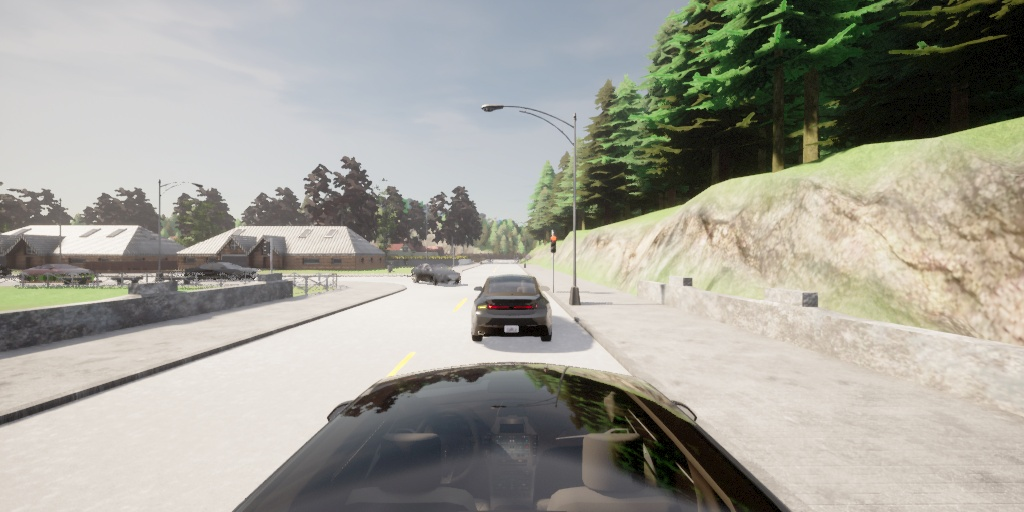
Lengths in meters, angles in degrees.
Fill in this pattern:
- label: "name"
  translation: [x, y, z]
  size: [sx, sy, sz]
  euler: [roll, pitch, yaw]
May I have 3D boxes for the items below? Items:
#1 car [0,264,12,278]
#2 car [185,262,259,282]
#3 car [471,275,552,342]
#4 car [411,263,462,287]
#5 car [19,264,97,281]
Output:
- label: "car"
  translation: [-48.132, 1.228, 32.056]
  size: [5.008, 1.535, 1.882]
  euler: [0, 0, 0]
- label: "car"
  translation: [-22.654, 1.228, 28.132]
  size: [5.008, 1.535, 1.882]
  euler: [0, 0, 0]
- label: "car"
  translation: [-0.009, 1.255, 9.801]
  size: [1.837, 1.490, 4.892]
  euler: [0, 0, 0]
- label: "car"
  translation: [-5.295, 1.241, 24.891]
  size: [2.128, 1.511, 4.902]
  euler: [1, -1, -39]
- label: "car"
  translation: [-35.387, 1.313, 28.027]
  size: [4.181, 1.385, 1.994]
  euler: [0, 0, 0]
